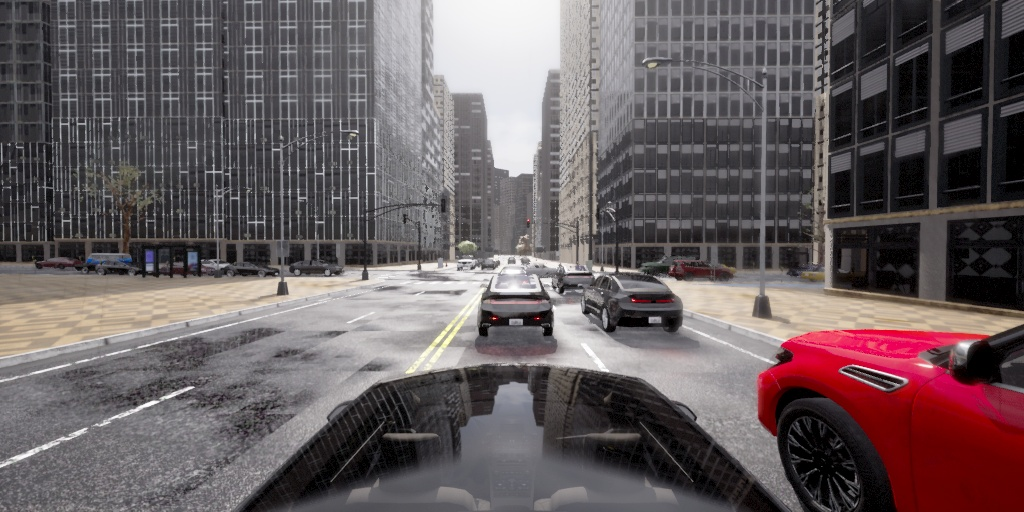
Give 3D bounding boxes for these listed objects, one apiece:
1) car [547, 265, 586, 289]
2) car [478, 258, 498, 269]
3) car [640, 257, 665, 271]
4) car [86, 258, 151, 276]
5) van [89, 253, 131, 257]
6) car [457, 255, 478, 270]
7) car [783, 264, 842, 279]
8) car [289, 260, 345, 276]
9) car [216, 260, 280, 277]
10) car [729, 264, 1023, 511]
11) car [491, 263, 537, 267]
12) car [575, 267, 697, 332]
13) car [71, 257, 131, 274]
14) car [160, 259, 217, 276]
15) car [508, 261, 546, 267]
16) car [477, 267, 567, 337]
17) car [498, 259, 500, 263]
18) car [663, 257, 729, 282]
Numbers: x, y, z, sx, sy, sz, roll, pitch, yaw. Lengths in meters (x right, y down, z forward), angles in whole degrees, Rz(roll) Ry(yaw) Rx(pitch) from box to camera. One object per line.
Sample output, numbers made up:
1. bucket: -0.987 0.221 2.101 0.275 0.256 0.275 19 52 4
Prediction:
1. car: 3.333 1.232 20.046 2.128 1.511 4.902 0 0 0
2. car: -3.388 1.192 52.077 1.882 1.535 5.008 0 0 0
3. car: 16.020 1.080 36.677 5.566 2.045 2.150 0 1 0
4. car: -34.125 1.069 31.690 4.313 1.339 1.948 0 0 1
5. van: -45.325 0.604 40.339 3.998 1.789 1.690 0 0 1
6. car: -6.638 0.935 52.526 2.150 2.045 5.566 0 0 0
7. car: 30.460 1.550 36.448 4.181 1.385 1.994 1 1 1
8. car: -18.439 1.108 34.000 4.892 1.490 1.837 1 1 2
9. car: -22.760 1.173 31.394 4.313 1.339 1.948 0 0 1
10. car: 3.348 0.972 0.934 2.150 2.045 5.566 0 0 0
11. car: 0.083 1.288 20.038 2.033 1.411 5.357 0 0 0
12. car: 3.340 1.251 10.798 1.837 1.490 4.892 0 0 0
13. car: -38.615 1.020 34.416 4.718 1.301 1.895 1 1 1
14. car: -28.445 1.138 31.522 4.207 1.307 1.802 0 0 1
15. car: 1.807 1.379 34.148 4.718 1.301 1.895 0 1 -31
16. car: 0.091 1.238 10.303 2.128 1.511 4.902 0 0 0
17. car: -3.390 1.267 61.663 1.994 1.385 4.181 0 0 0
18. car: 16.165 1.269 30.904 5.009 1.841 2.192 0 0 1
